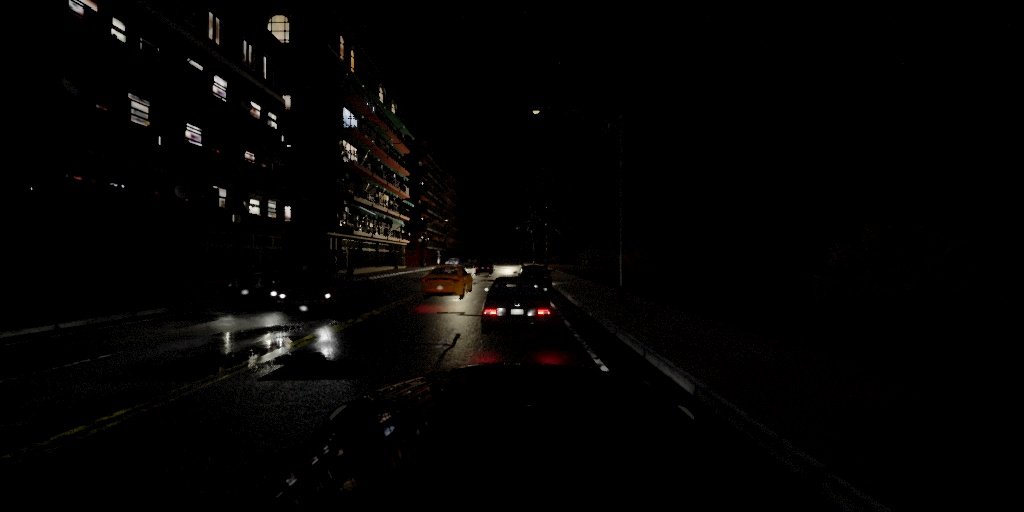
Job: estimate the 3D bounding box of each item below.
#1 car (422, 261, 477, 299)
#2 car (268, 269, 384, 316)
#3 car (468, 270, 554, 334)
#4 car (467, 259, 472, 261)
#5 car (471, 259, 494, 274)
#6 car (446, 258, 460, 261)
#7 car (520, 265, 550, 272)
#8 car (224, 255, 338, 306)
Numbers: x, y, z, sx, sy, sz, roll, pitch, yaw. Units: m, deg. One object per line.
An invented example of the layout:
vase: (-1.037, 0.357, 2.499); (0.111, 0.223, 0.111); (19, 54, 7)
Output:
car: (-3.122, 1.229, 18.048); (1.882, 1.535, 5.008); (0, 0, 0)
car: (-6.579, 1.352, 13.542); (1.895, 1.301, 4.718); (0, 0, 0)
car: (0.117, 1.299, 10.551); (2.033, 1.411, 5.357); (0, 0, 0)
car: (-6.485, 1.254, 57.059); (1.837, 1.490, 4.892); (0, 0, 0)
car: (-3.077, 1.299, 40.192); (2.033, 1.411, 5.357); (0, 0, 0)
car: (-9.721, 1.100, 59.464); (2.097, 1.767, 4.553); (0, 0, 0)
car: (1.171, 1.257, 20.240); (1.837, 1.490, 4.892); (0, 0, 0)
car: (-9.827, 0.973, 15.961); (2.150, 2.045, 5.566); (0, 0, 0)
